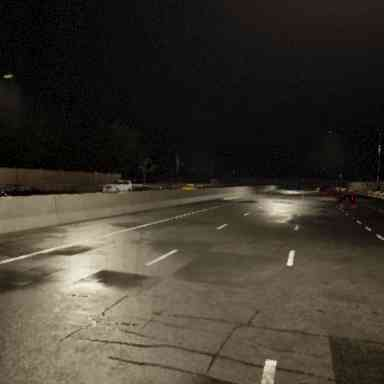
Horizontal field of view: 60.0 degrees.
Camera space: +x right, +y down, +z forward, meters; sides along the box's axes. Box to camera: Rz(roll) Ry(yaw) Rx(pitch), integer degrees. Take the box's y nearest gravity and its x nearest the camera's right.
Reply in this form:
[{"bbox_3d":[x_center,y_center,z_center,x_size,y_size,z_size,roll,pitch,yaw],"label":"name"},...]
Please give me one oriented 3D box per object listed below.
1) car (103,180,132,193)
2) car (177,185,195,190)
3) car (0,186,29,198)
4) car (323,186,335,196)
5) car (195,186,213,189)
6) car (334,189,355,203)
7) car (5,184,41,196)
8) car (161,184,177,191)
[{"bbox_3d":[-11.070,-0.750,50.018,2.150,2.045,5.566,2,2,19],"label":"car"},{"bbox_3d":[-0.400,-0.508,59.542,1.882,1.535,5.008,2,2,19],"label":"car"},{"bbox_3d":[-11.246,0.607,17.226,1.837,1.490,4.892,2,2,19],"label":"car"},{"bbox_3d":[27.989,0.046,66.792,1.882,1.535,5.008,2,2,19],"label":"car"},{"bbox_3d":[2.606,-0.333,57.550,1.837,1.490,4.892,2,2,19],"label":"car"},{"bbox_3d":[19.796,0.609,42.837,1.812,1.442,4.674,2,2,19],"label":"car"},{"bbox_3d":[-15.003,0.126,27.819,1.882,1.535,5.008,2,2,19],"label":"car"},{"bbox_3d":[-4.006,-0.604,59.821,2.128,1.511,4.902,2,2,19],"label":"car"}]
